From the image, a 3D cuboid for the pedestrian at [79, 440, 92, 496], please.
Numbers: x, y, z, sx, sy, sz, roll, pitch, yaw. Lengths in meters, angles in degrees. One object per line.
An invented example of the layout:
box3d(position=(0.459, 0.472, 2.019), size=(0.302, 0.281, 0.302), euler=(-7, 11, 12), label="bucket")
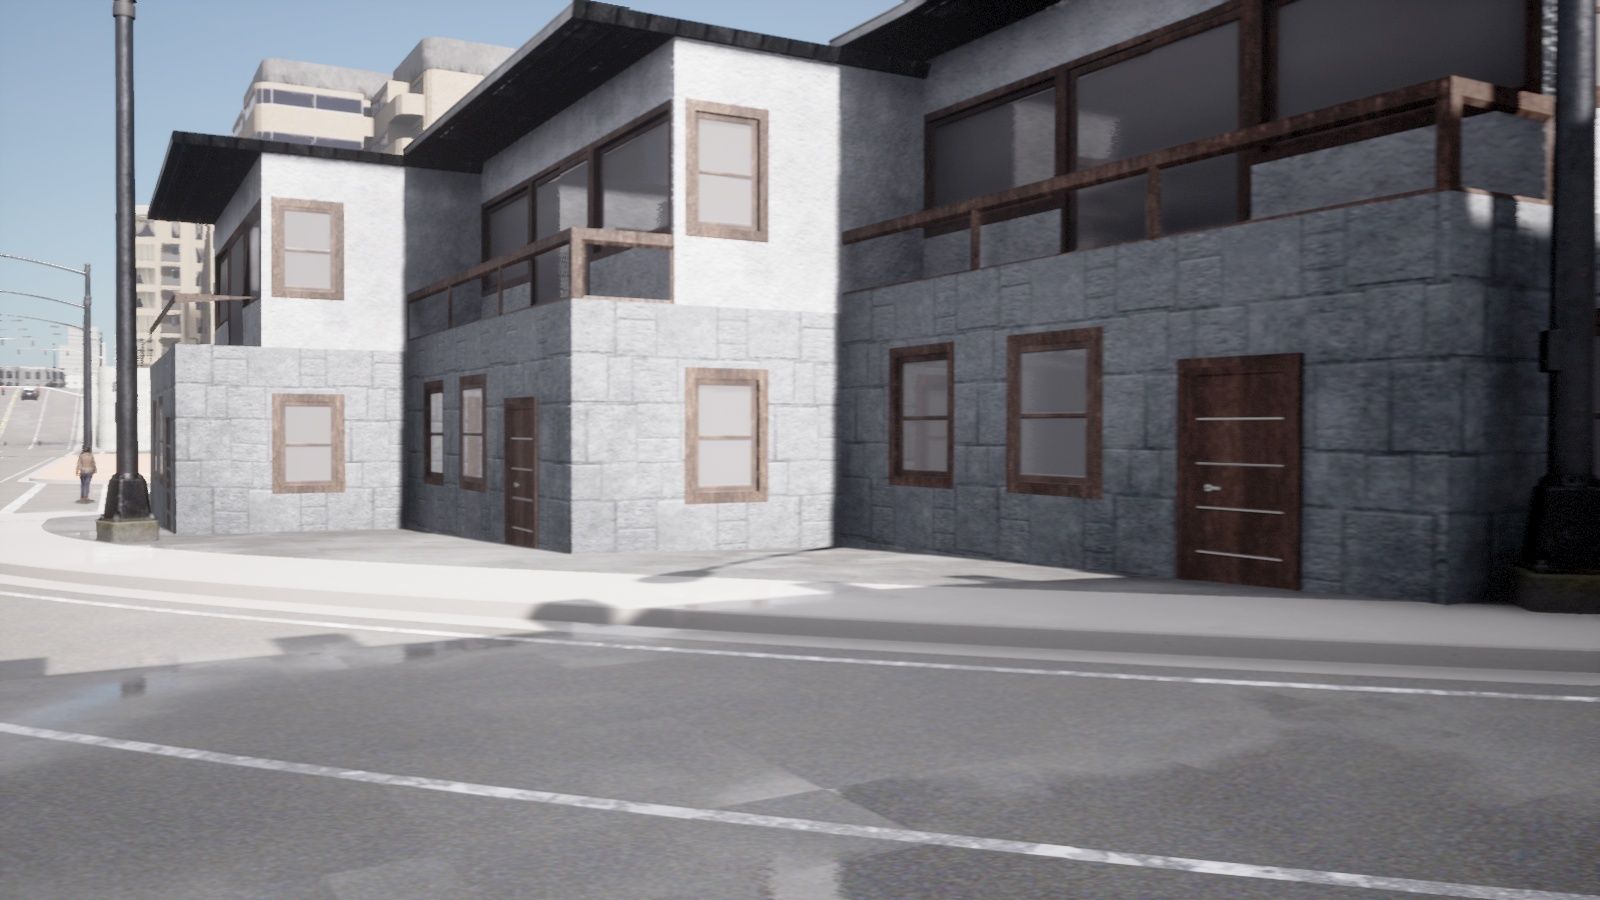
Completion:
box3d(position=(-23.328, 0.572, 41.003), size=(0.328, 1.805, 0.869), euler=(0, 1, -33), label="pedestrian")
